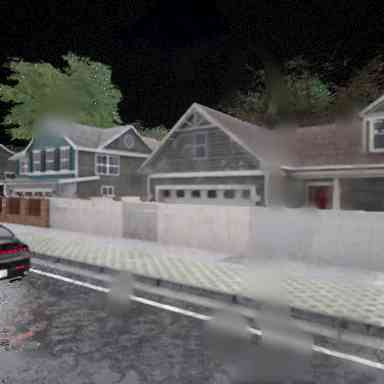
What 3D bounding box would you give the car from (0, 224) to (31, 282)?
[{"bbox_3d":[-5.894,1.402,8.197,4.892,1.490,1.837,1,1,36],"label":"car"}]
